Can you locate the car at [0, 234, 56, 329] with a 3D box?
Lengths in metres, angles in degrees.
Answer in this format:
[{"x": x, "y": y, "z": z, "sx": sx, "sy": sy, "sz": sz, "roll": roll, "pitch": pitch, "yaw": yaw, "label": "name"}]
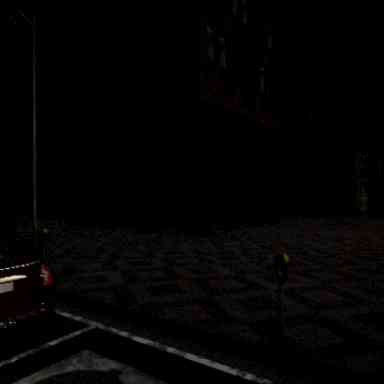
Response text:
[{"x": -4.335, "y": 1.427, "z": 5.945, "sx": 4.097, "sy": 1.590, "sz": 1.967, "roll": 0, "pitch": 0, "yaw": 34, "label": "car"}]
